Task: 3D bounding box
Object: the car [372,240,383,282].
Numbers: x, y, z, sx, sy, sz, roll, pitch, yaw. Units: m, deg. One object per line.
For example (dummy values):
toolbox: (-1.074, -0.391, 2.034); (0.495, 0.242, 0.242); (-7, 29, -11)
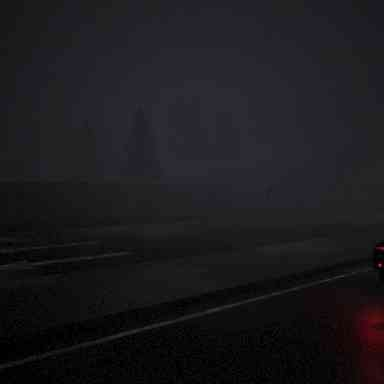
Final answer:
car: (6.432, 1.491, 8.332); (4.902, 1.511, 2.128); (0, 0, -35)
